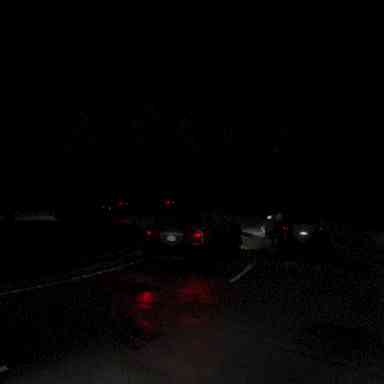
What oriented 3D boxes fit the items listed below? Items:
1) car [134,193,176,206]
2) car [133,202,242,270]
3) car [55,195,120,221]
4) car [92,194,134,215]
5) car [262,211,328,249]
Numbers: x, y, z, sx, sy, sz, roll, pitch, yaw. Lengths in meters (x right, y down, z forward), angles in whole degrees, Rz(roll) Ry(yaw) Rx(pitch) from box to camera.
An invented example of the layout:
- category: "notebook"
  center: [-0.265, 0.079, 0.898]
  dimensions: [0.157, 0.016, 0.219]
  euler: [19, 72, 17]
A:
- category: "car"
  center: [-4.289, 1.152, 32.620]
  dimensions: [5.566, 2.045, 2.150]
  euler: [-1, 0, 21]
- category: "car"
  center: [0.225, 1.325, 11.314]
  dimensions: [2.097, 1.767, 4.553]
  euler: [0, 0, 22]
- category: "car"
  center: [-8.509, 1.315, 26.389]
  dimensions: [4.553, 1.767, 2.097]
  euler: [0, 1, 13]
- category: "car"
  center: [-8.550, 1.175, 30.165]
  dimensions: [5.566, 2.045, 2.150]
  euler: [0, -1, 7]
- category: "car"
  center: [4.322, 1.518, 14.443]
  dimensions: [1.994, 1.385, 4.181]
  euler: [0, 0, 4]
